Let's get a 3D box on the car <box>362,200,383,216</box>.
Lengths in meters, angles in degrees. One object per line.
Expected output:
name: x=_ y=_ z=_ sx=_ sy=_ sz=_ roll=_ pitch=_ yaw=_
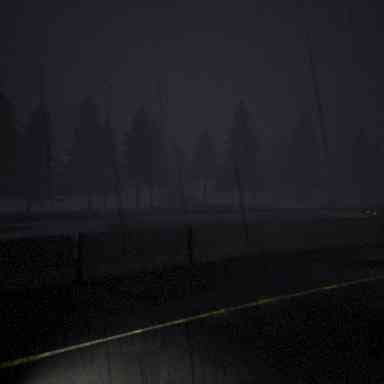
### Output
car: x=17.624 y=1.564 z=30.041 sx=4.181 sy=1.385 sz=1.994 roll=0 pitch=0 yaw=-13

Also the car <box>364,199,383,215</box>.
car: x=20.540 y=1.477 z=34.264 sx=5.008 sy=1.535 sz=1.882 roll=0 pitch=0 yaw=-12
